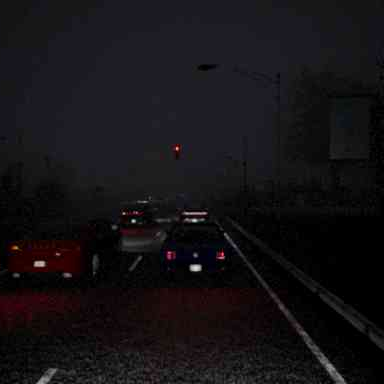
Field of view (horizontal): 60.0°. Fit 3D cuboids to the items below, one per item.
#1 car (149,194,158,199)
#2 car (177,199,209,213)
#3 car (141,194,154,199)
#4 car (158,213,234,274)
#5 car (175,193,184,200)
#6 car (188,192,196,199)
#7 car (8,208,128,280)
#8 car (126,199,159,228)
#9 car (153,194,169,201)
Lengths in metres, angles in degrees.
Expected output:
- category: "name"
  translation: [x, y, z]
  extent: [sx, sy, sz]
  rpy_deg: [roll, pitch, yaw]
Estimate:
- category: "car"
  translation: [-10.519, 1.266, 91.639]
  extent: [1.812, 1.442, 4.674]
  rpy_deg: [0, 0, 0]
- category: "car"
  translation: [0.103, 1.433, 21.591]
  extent: [2.128, 1.511, 4.902]
  rpy_deg: [0, 0, -1]
- category: "car"
  translation: [-10.523, 1.320, 76.039]
  extent: [2.128, 1.511, 4.902]
  rpy_deg: [0, 0, 0]
- category: "car"
  translation: [0.097, 1.572, 10.366]
  extent: [1.895, 1.301, 4.718]
  rpy_deg: [0, 0, 0]
- category: "car"
  translation: [-3.523, 1.292, 89.204]
  extent: [2.033, 1.411, 5.357]
  rpy_deg: [0, 0, 0]
- category: "car"
  translation: [-0.023, 0.977, 89.234]
  extent: [2.150, 2.045, 5.566]
  rpy_deg: [0, 0, 0]
- category: "car"
  translation: [-3.404, 1.451, 9.907]
  extent: [1.882, 1.535, 5.008]
  rpy_deg: [0, 0, 0]
- category: "car"
  translation: [-3.407, 1.446, 21.844]
  extent: [1.837, 1.490, 4.892]
  rpy_deg: [0, 0, 0]
- category: "car"
  translation: [-7.023, 1.348, 76.031]
  extent: [1.994, 1.385, 4.181]
  rpy_deg: [0, 0, 0]
